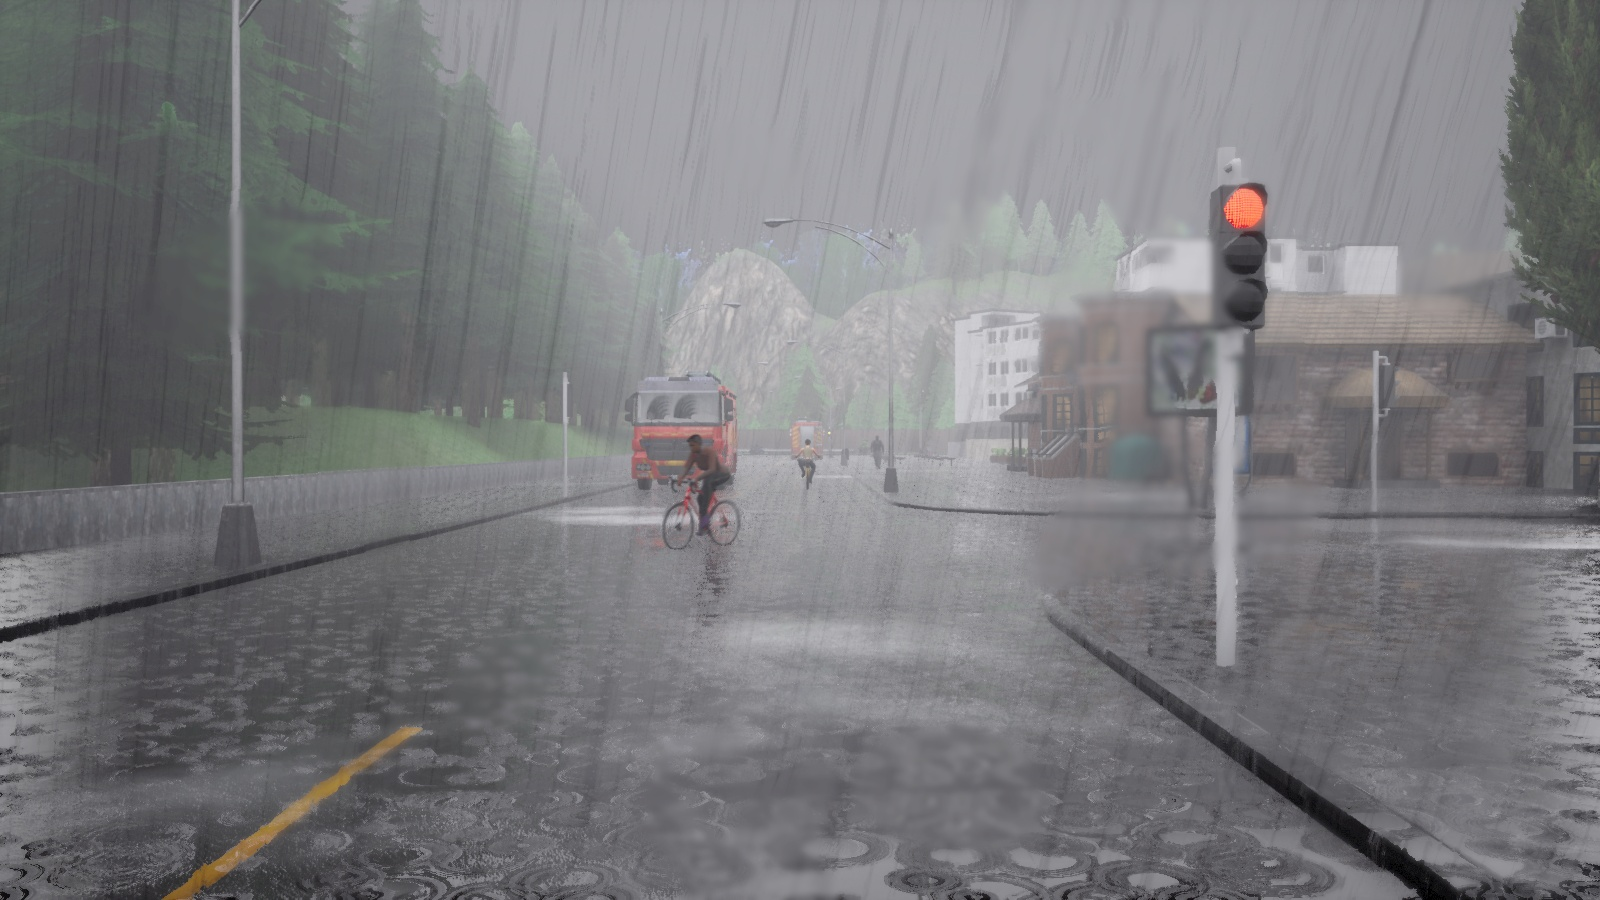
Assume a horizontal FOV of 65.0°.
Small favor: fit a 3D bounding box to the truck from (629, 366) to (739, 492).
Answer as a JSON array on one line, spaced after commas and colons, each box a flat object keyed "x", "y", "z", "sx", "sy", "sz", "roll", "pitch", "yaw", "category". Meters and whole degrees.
[{"x": -3.747, "y": -0.661, "z": 42.435, "sx": 2.891, "sy": 3.827, "sz": 8.468, "roll": 0, "pitch": 0, "yaw": 0, "category": "truck"}]

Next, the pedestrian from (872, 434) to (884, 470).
[{"x": 4.060, "y": 0.089, "z": 65.350, "sx": 0.563, "sy": 1.883, "sz": 0.849, "roll": 0, "pitch": 0, "yaw": 1, "category": "pedestrian"}]

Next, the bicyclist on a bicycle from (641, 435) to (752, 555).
[{"x": -1.450, "y": 0.598, "z": 17.822, "sx": 0.582, "sy": 1.620, "sz": 1.656, "roll": 2, "pitch": 2, "yaw": 38, "category": "bicyclist on a bicycle"}]
